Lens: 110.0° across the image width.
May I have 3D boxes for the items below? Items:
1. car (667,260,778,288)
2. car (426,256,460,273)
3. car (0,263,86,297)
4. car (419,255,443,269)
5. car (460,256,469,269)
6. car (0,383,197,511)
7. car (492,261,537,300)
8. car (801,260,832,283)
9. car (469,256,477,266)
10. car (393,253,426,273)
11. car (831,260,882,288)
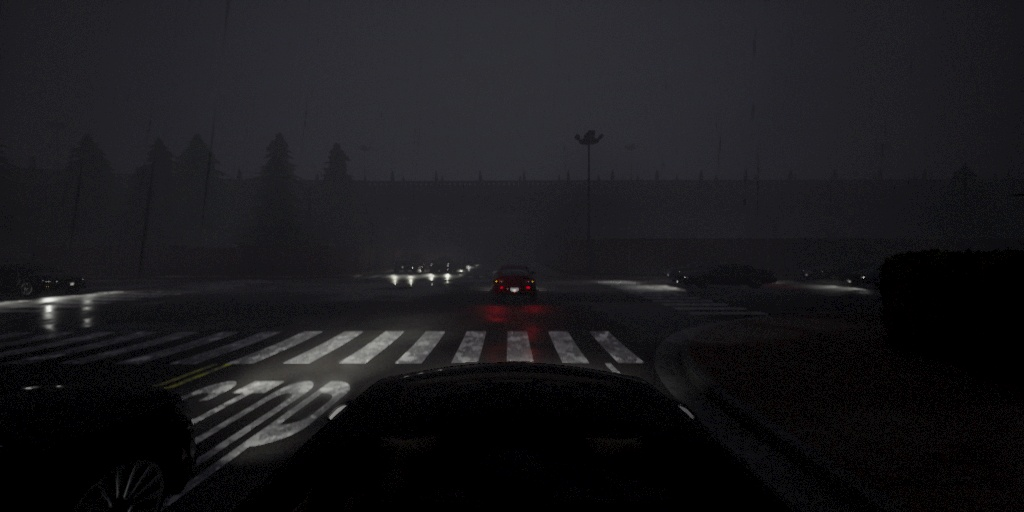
[{"bbox_3d":[12.265,1.097,20.835,5.357,1.411,2.033,0,0,0],"label":"car"},{"bbox_3d":[-7.092,0.834,37.138,2.097,1.767,4.553,0,0,0],"label":"car"},{"bbox_3d":[-23.365,1.083,17.037,4.892,1.490,1.837,0,0,-1],"label":"car"},{"bbox_3d":[-10.588,0.758,47.139,2.097,1.767,4.553,0,0,0],"label":"car"},{"bbox_3d":[-7.109,0.767,46.000,2.097,1.767,4.553,0,0,-2],"label":"car"},{"bbox_3d":[-3.399,1.248,0.800,2.128,1.511,4.902,0,0,0],"label":"car"},{"bbox_3d":[0.105,1.119,16.258,1.812,1.442,4.674,0,0,0],"label":"car"},{"bbox_3d":[22.471,1.014,24.349,4.902,1.511,2.128,0,0,0],"label":"car"},{"bbox_3d":[-7.047,0.904,55.839,1.994,1.385,4.181,0,0,1],"label":"car"},{"bbox_3d":[-10.590,0.701,37.476,2.150,2.045,5.566,0,0,0],"label":"car"},{"bbox_3d":[22.294,1.097,20.850,5.357,1.411,2.033,0,0,0],"label":"car"}]
